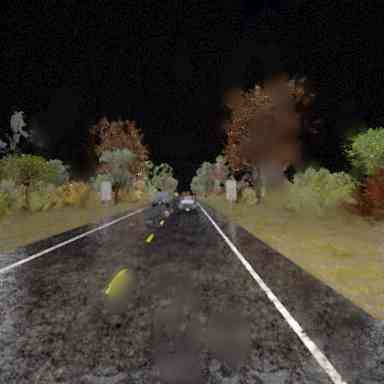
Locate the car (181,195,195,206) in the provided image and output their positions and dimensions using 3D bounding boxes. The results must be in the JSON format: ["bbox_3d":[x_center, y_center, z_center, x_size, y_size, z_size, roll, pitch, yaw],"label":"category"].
[{"bbox_3d":[-0.579,1.233,47.716,1.812,1.442,4.674,0,0,-1],"label":"car"}]

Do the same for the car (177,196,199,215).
[{"bbox_3d":[-0.403,1.315,31.418,1.812,1.442,4.674,0,1,0],"label":"car"}]

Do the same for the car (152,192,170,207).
[{"bbox_3d":[-4.116,1.023,45.105,2.150,2.045,5.566,0,0,-1],"label":"car"}]
